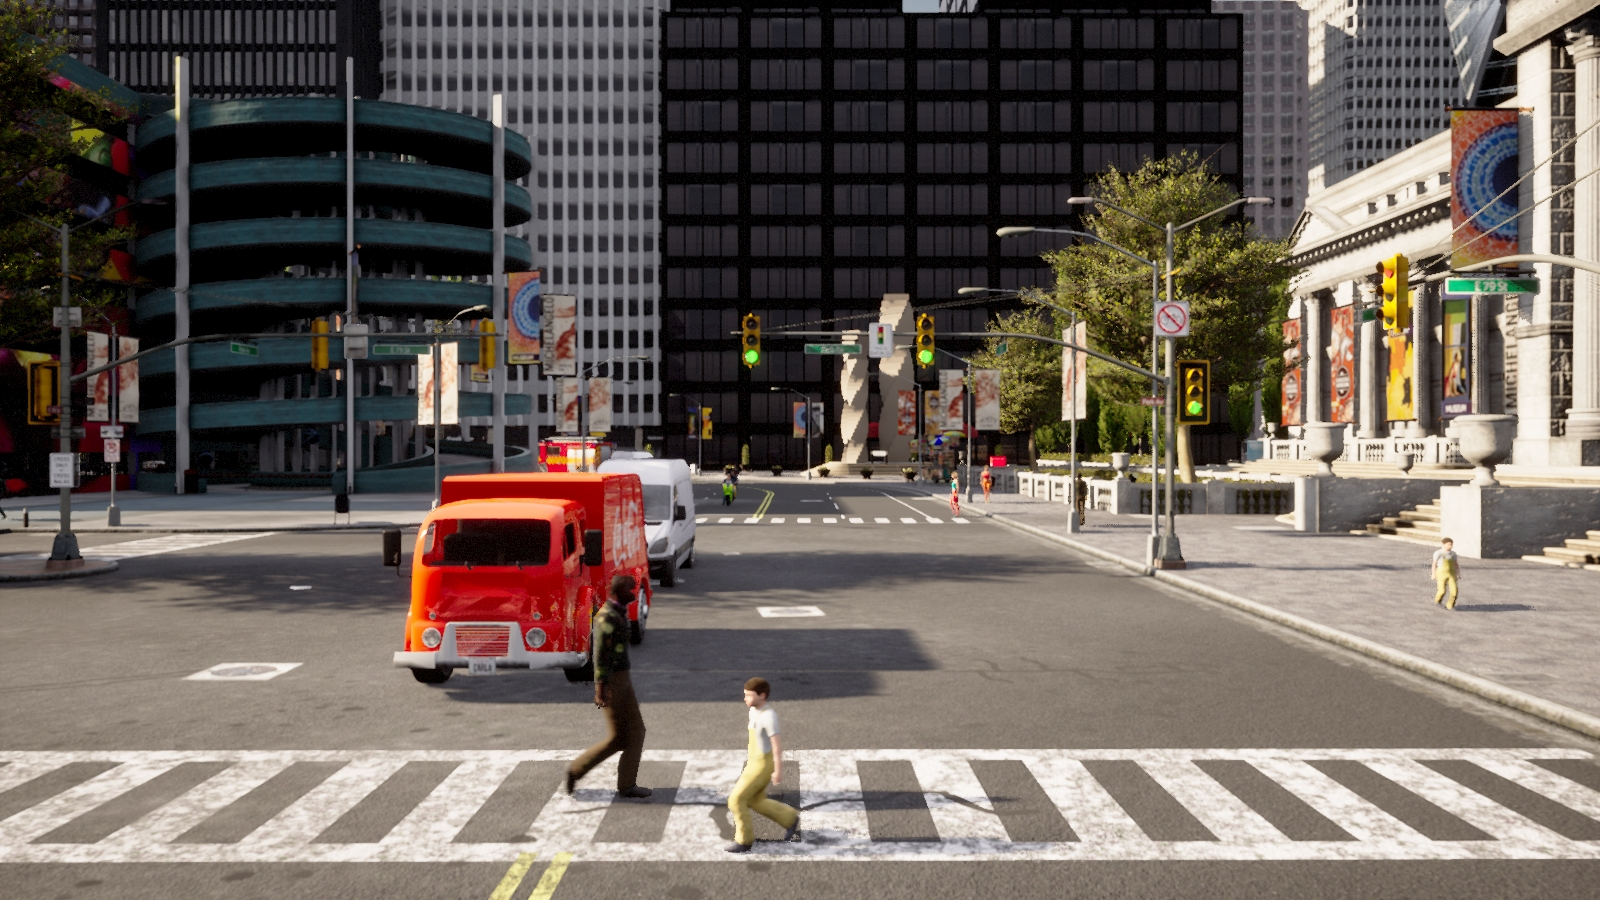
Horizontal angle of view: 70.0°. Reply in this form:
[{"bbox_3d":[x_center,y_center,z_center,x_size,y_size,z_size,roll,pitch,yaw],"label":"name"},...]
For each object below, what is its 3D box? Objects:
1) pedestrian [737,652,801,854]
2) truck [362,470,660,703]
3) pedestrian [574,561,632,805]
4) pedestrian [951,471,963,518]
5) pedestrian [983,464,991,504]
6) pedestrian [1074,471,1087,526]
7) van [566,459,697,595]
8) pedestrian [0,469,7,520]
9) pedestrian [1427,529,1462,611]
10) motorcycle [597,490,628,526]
[{"bbox_3d":[-0.221,2.117,8.047,0.375,1.300,0.375,0,0,-14],"label":"pedestrian"},{"bbox_3d":[-3.494,1.547,15.162,2.627,2.467,5.204,0,0,0],"label":"truck"},{"bbox_3d":[-1.566,1.836,9.104,0.375,1.860,0.375,0,0,4],"label":"pedestrian"},{"bbox_3d":[6.321,1.789,45.955,0.375,1.860,0.375,0,0,-6],"label":"pedestrian"},{"bbox_3d":[8.935,1.624,54.663,0.375,1.860,0.375,0,0,7],"label":"pedestrian"},{"bbox_3d":[9.503,1.646,38.716,0.375,1.860,0.375,0,0,1],"label":"pedestrian"},{"bbox_3d":[-3.503,1.501,24.962,1.988,2.561,5.915,0,0,0],"label":"van"},{"bbox_3d":[-29.349,1.642,41.853,0.375,1.860,0.375,0,0,23],"label":"pedestrian"},{"bbox_3d":[10.542,1.951,18.688,0.375,1.300,0.375,0,0,2],"label":"pedestrian"},{"bbox_3d":[-6.918,2.127,42.264,0.856,1.236,1.805,0,0,0],"label":"motorcycle"}]
